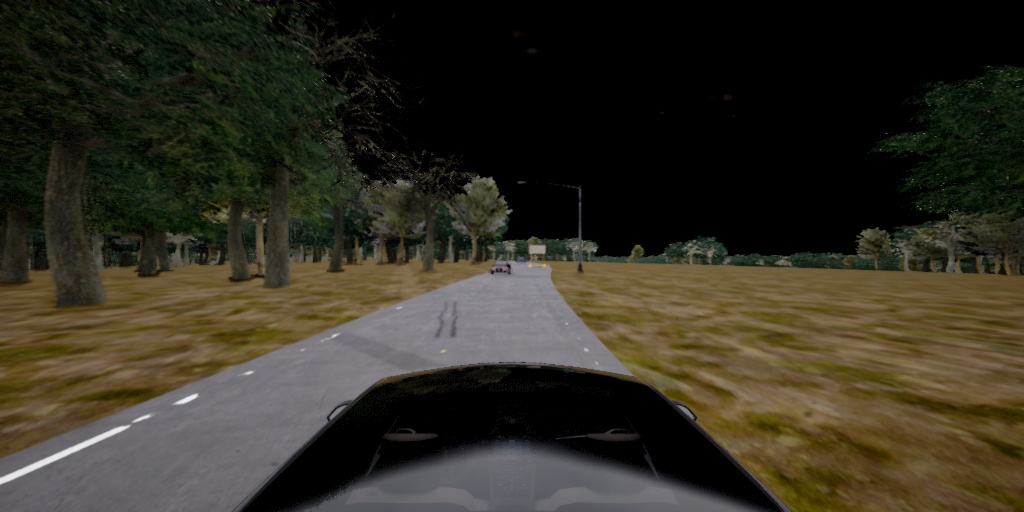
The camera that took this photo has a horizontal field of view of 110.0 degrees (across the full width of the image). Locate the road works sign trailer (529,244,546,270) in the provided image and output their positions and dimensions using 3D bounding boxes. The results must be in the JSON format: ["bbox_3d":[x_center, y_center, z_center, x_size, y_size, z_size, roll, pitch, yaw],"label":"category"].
[{"bbox_3d":[3.525,0.114,50.089,2.380,3.560,2.880,0,0,5],"label":"road works sign trailer"}]

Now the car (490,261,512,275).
[{"bbox_3d":[-1.084,1.235,37.621,1.994,1.385,4.181,0,0,6],"label":"car"}]
